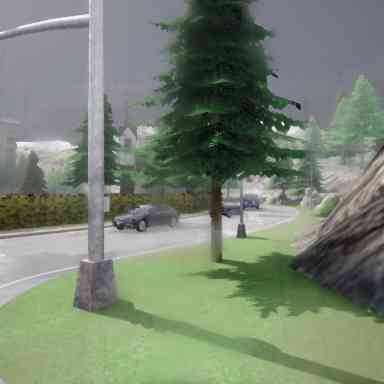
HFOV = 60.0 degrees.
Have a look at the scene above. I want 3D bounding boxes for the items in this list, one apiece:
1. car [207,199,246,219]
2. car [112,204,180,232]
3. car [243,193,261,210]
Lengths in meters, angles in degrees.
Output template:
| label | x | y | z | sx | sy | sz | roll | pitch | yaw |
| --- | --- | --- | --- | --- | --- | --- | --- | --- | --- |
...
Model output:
| label | x | y | z | sx | sy | sz | roll | pitch | yaw |
| --- | --- | --- | --- | --- | --- | --- | --- | --- | --- |
| car | 3.017 | 1.601 | 29.794 | 1.895 | 1.301 | 4.718 | 0 | 0 | 25 |
| car | -2.684 | 1.505 | 20.357 | 1.837 | 1.490 | 4.892 | 0 | 0 | 35 |
| car | 7.610 | 1.214 | 42.756 | 2.150 | 2.045 | 5.566 | 0 | 1 | 13 |
